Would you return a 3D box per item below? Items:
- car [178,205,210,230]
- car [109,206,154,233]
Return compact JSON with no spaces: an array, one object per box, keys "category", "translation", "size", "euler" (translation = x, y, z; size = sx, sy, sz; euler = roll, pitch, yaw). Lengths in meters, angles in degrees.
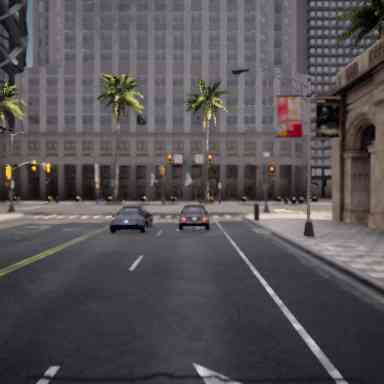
[{"category":"car","translation":[0.126,1.480,20.467],"size":[2.033,1.411,5.357],"euler":[0,0,0]},{"category":"car","translation":[-3.412,1.499,19.321],"size":[1.994,1.385,4.181],"euler":[0,0,0]}]
